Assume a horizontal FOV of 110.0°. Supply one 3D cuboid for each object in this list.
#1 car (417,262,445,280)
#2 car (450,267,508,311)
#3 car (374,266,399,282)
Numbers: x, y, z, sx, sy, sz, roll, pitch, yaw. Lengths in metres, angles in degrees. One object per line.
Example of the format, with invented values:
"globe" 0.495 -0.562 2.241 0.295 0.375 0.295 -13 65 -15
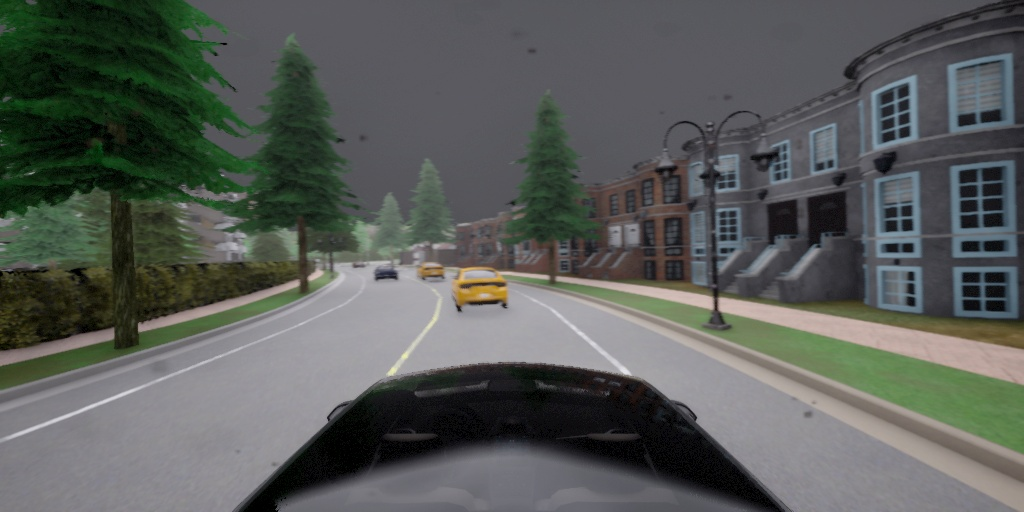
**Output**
"car" -7.324 1.263 32.057 1.882 1.535 5.008 -2 0 -21
"car" -1.431 1.182 14.560 1.882 1.535 5.008 -2 0 -12
"car" -11.150 1.528 31.720 1.895 1.301 4.718 -2 0 -22
